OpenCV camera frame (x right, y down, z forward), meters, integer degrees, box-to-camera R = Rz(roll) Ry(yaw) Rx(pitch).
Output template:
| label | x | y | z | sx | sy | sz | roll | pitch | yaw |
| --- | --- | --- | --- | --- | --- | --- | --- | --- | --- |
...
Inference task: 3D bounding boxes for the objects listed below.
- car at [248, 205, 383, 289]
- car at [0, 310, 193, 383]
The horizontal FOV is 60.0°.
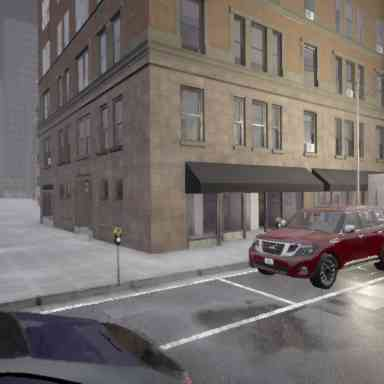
| label | x | y | z | sx | sy | sz | roll | pitch | yaw |
| --- | --- | --- | --- | --- | --- | --- | --- | --- | --- |
| car | 3.858 | 1.313 | 9.305 | 5.009 | 1.841 | 2.192 | 0 | -1 | -36 |
| car | -1.943 | 1.564 | 1.863 | 4.181 | 1.385 | 1.994 | 0 | 0 | -36 |
